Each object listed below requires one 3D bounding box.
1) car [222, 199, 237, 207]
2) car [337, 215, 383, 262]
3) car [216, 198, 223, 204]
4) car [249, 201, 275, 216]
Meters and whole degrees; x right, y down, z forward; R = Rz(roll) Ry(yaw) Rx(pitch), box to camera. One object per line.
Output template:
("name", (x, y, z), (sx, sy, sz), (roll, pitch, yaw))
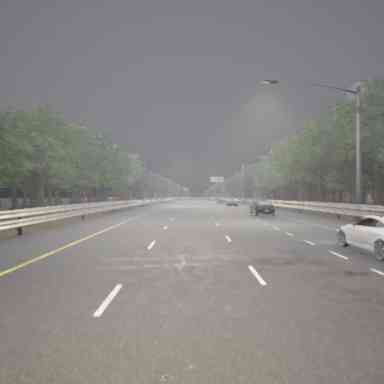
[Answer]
("car", (7.236, 2.075, 61.827), (1.895, 1.301, 4.718), (0, -1, 0))
("car", (7.015, 1.544, 12.071), (1.812, 1.442, 4.674), (0, 0, 0))
("car", (7.452, 2.335, 86.795), (1.812, 1.442, 4.674), (0, -1, 1))
("car", (7.078, 1.638, 33.836), (1.882, 1.535, 5.008), (0, -1, 0))
